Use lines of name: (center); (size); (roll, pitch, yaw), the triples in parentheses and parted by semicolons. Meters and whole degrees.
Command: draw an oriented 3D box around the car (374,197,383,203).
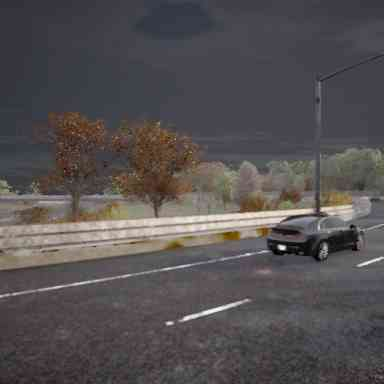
car: (42.775, 1.798, 75.815); (2.033, 1.411, 5.357); (0, 0, 7)

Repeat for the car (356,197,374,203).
car: (39.312, 1.788, 76.320); (1.812, 1.442, 4.674); (0, 0, 7)

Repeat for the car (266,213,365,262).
car: (4.775, 1.574, 12.533); (4.892, 1.490, 1.837); (0, 0, -41)
